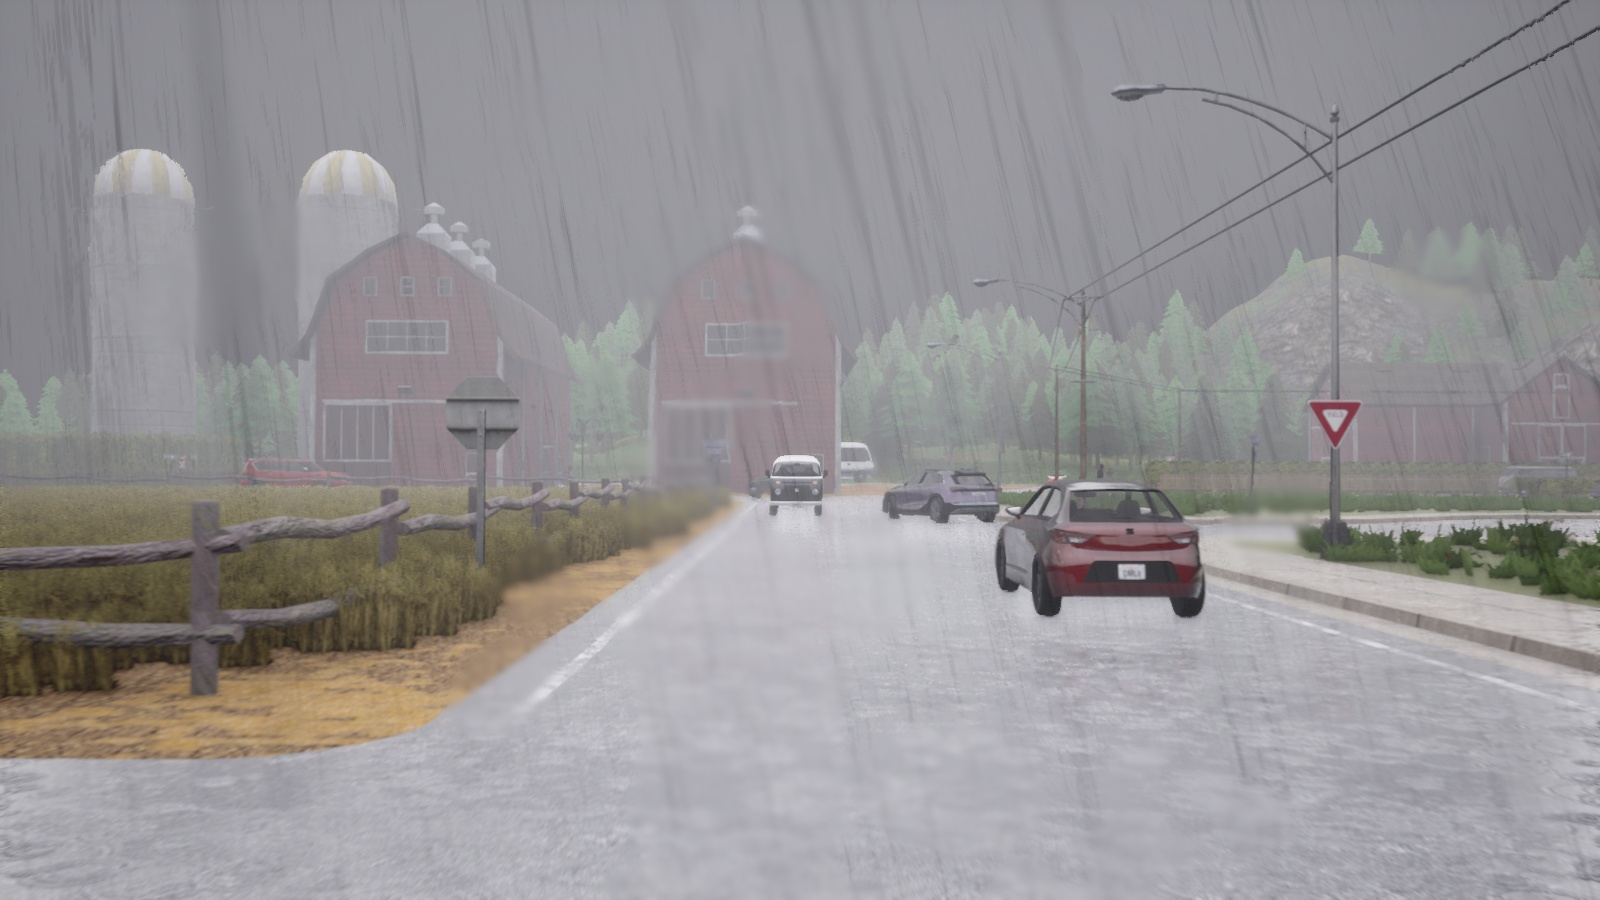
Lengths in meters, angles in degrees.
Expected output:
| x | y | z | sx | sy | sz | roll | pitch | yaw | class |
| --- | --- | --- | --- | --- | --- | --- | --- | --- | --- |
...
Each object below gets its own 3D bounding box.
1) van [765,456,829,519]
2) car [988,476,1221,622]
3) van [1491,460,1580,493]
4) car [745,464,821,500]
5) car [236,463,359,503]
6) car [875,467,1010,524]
| x | y | z | sx | sy | sz | roll | pitch | yaw | class |
| --- | --- | --- | --- | --- | --- | --- | --- | --- | --- |
| -0.106 | 1.235 | 43.101 | 2.069 | 2.038 | 4.480 | 0 | 0 | 0 | van |
| 3.435 | 1.058 | 14.993 | 1.816 | 1.474 | 4.193 | 0 | -1 | 1 | car |
| 45.637 | 1.654 | 77.984 | 4.442 | 1.987 | 1.775 | 0 | -1 | 0 | van |
| -0.953 | 1.697 | 67.005 | 1.905 | 1.878 | 3.866 | 1 | -2 | -44 | car |
| -26.250 | 1.709 | 65.768 | 5.566 | 2.045 | 2.150 | 0 | -1 | -3 | car |
| 4.322 | 1.360 | 38.930 | 2.033 | 1.649 | 4.856 | 0 | -1 | -23 | car |
